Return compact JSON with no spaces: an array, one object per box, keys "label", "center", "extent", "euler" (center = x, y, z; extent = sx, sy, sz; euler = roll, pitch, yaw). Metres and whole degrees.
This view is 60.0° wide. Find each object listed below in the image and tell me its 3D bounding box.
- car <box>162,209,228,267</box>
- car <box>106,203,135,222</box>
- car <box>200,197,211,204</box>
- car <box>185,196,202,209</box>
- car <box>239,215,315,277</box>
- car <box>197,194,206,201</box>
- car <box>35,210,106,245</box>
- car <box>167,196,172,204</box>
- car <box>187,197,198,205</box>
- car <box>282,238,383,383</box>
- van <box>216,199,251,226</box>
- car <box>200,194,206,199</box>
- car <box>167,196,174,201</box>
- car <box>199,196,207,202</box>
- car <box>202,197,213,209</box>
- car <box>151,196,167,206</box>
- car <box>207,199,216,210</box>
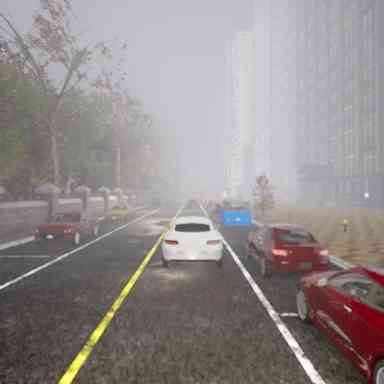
[{"label":"car","center":[0.017,1.535,11.354],"extent":[1.812,1.442,4.674],"euler":[0,0,0]},{"label":"car","center":[-5.696,1.554,26.678],"extent":[1.752,1.417,4.829],"euler":[0,0,0]},{"label":"car","center":[2.675,1.652,66.275],"extent":[2.008,1.369,4.403],"euler":[0,0,0]},{"label":"car","center":[0.090,1.586,46.448],"extent":[1.812,1.442,4.674],"euler":[0,0,0]},{"label":"car","center":[2.688,1.590,9.953],"extent":[1.802,1.307,4.206],"euler":[0,0,0]},{"label":"car","center":[2.670,1.501,94.437],"extent":[2.192,1.841,5.009],"euler":[0,0,0]},{"label":"car","center":[-5.694,1.558,15.583],"extent":[1.887,1.381,4.507],"euler":[0,0,0]},{"label":"car","center":[-5.705,1.541,66.273],"extent":[1.967,1.590,4.097],"euler":[0,0,0]},{"label":"car","center":[0.081,1.642,63.630],"extent":[2.033,1.411,5.357],"euler":[0,0,0]},{"label":"car","center":[2.689,1.585,4.321],"extent":[1.802,1.307,4.206],"euler":[0,0,0]},{"label":"van","center":[2.686,1.362,21.218],"extent":[1.690,1.788,3.998],"euler":[0,0,0]},{"label":"car","center":[2.679,1.515,55.011],"extent":[1.967,1.590,4.097],"euler":[0,0,0]},{"label":"car","center":[-5.709,1.751,88.802],"extent":[1.802,1.307,4.206],"euler":[0,0,0]},{"label":"car","center":[2.672,1.678,83.341],"extent":[1.752,1.417,4.829],"euler":[0,0,0]},{"label":"car","center":[2.681,1.637,43.746],"extent":[1.802,1.307,4.206],"euler":[0,0,0]},{"label":"car","center":[-5.702,1.641,55.009],"extent":[1.947,1.339,4.313],"euler":[0,0,0]},{"label":"car","center":[2.683,1.619,32.481],"extent":[1.802,1.307,4.206],"euler":[0,0,0]}]
